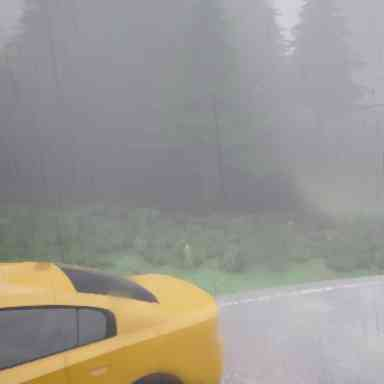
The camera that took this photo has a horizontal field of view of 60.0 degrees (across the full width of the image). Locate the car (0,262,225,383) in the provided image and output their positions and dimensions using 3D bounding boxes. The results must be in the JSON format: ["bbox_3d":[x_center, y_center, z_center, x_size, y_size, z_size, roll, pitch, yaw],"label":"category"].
[{"bbox_3d":[-2.036,1.397,2.528,5.008,1.535,1.882,0,1,-34],"label":"car"}]
